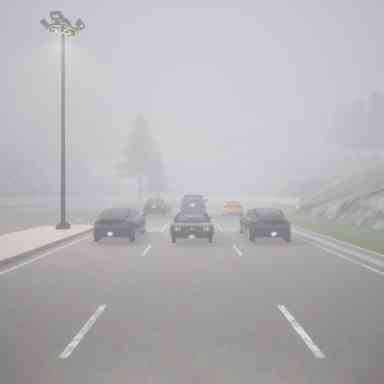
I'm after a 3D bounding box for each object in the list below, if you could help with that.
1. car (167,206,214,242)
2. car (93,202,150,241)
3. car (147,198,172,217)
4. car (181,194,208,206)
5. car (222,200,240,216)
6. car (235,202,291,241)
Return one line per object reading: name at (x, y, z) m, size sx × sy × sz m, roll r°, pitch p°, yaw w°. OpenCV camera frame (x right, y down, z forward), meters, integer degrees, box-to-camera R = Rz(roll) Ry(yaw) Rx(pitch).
car at (0.015, 1.601, 16.366) m, size 1.895 × 1.301 × 4.718 m, roll 0°, pitch 0°, yaw 0°
car at (-3.482, 1.507, 16.628) m, size 1.837 × 1.490 × 4.892 m, roll 0°, pitch 1°, yaw 0°
car at (-3.159, 1.351, 31.462) m, size 2.097 × 1.767 × 4.553 m, roll 0°, pitch 0°, yaw 5°
car at (0.233, 1.225, 30.504) m, size 2.150 × 2.045 × 5.566 m, roll 0°, pitch 0°, yaw 4°
car at (3.935, 1.477, 32.032) m, size 1.882 × 1.535 × 5.008 m, roll 0°, pitch 0°, yaw 6°
car at (3.519, 1.507, 16.622) m, size 1.837 × 1.490 × 4.892 m, roll 0°, pitch 1°, yaw 0°
